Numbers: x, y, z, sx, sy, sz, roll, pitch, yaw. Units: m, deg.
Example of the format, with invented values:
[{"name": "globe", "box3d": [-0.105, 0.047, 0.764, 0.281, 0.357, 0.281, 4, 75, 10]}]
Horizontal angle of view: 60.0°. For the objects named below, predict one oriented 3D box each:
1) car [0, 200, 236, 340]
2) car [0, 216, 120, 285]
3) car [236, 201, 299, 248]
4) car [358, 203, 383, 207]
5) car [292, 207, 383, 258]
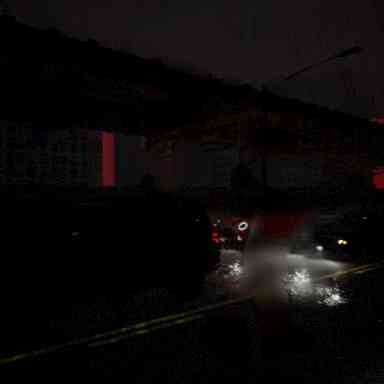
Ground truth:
[{"name": "car", "box3d": [-1.924, 1.216, 6.910, 5.566, 2.045, 2.150, 0, 0, -36]}, {"name": "car", "box3d": [-4.889, 1.544, 9.089, 5.357, 1.411, 2.033, 0, 0, -35]}, {"name": "car", "box3d": [3.062, 1.321, 14.714, 4.553, 1.767, 2.097, 0, 0, -35]}, {"name": "car", "box3d": [11.226, 1.433, 20.532, 4.902, 1.511, 2.128, 0, 0, -36]}, {"name": "car", "box3d": [6.509, 1.512, 12.860, 5.357, 1.411, 2.033, 0, 0, -35]}]
